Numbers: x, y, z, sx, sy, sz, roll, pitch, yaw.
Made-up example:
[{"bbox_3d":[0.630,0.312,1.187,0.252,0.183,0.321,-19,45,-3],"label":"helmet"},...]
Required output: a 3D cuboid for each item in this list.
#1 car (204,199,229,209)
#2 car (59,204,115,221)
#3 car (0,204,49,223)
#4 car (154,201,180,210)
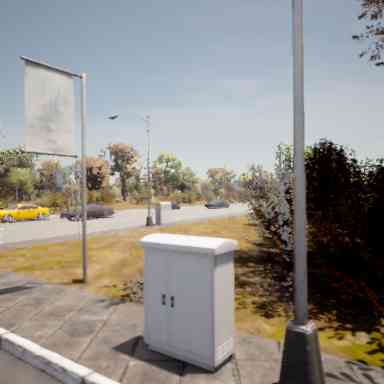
[{"bbox_3d":[4.029,1.882,52.855,2.033,1.411,5.357,-1,-1,33],"label":"car"},{"bbox_3d":[-9.749,1.864,31.472,2.033,1.411,5.357,-1,0,33],"label":"car"},{"bbox_3d":[-15.203,1.833,29.441,1.882,1.535,5.008,-1,0,33],"label":"car"},{"bbox_3d":[-3.533,1.934,47.649,1.994,1.385,4.181,-1,0,33],"label":"car"}]
